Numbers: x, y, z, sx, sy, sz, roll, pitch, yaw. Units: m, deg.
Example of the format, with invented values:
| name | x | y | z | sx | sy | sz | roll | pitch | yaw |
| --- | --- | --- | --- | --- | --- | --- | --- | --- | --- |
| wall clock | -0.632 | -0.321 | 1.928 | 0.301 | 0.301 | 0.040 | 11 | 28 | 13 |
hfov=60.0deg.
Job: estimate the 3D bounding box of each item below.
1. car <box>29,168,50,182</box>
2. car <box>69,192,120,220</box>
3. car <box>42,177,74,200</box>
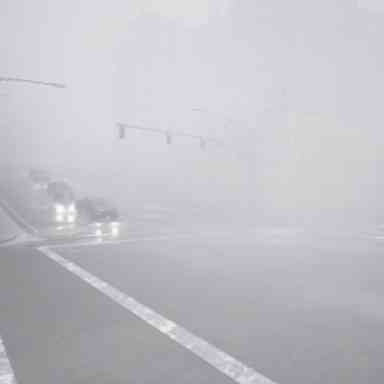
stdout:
| name | x | y | z | sx | sy | sz | roll | pitch | yaw |
| --- | --- | --- | --- | --- | --- | --- | --- | --- | --- |
| car | -19.344 | -2.223 | 42.209 | 2.033 | 1.411 | 5.357 | 1 | 12 | -35 |
| car | -7.398 | 1.183 | 25.493 | 2.033 | 1.411 | 5.357 | 1 | 4 | -36 |
| car | -13.361 | -0.188 | 33.827 | 2.128 | 1.511 | 4.902 | 1 | 9 | -35 |
